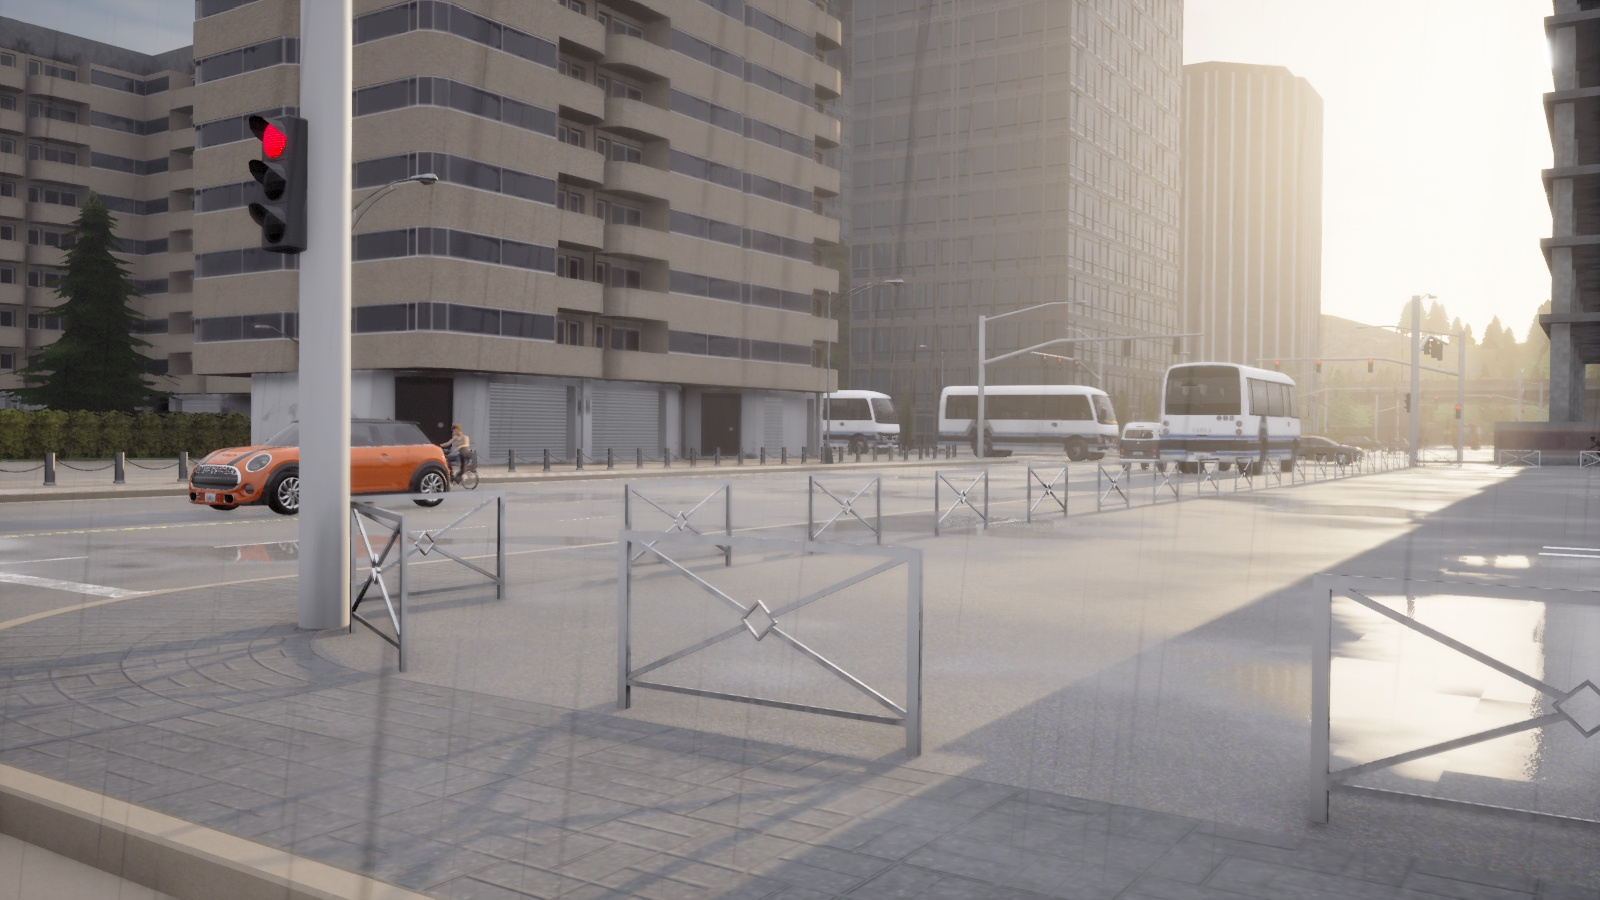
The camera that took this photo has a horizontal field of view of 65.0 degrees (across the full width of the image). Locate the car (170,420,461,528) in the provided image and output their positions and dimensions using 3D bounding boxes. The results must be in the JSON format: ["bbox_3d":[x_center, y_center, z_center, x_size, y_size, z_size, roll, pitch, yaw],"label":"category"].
[{"bbox_3d":[-8.683,0.356,22.910,2.097,1.767,4.553,0,1,33],"label":"car"}]

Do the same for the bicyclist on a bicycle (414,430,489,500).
[{"bbox_3d":[-8.301,0.334,29.954,0.866,1.612,1.509,0,1,33],"label":"bicyclist on a bicycle"}]

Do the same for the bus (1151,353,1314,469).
[{"bbox_3d":[17.821,-1.504,51.114,3.944,4.253,10.273,0,1,33],"label":"bus"}]

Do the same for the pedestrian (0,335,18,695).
[{"bbox_3d":[-4.593,0.355,6.557,0.423,1.949,0.788,0,1,10],"label":"pedestrian"}]

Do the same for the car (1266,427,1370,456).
[{"bbox_3d":[27.669,-0.462,67.121,4.892,1.490,1.837,0,1,32],"label":"car"}]

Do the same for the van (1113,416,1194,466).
[{"bbox_3d":[15.001,-0.407,53.198,2.069,2.038,4.480,0,1,33],"label":"van"}]

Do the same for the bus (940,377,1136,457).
[{"bbox_3d":[13.478,-1.786,71.568,10.273,4.253,3.944,0,0,33],"label":"bus"}]

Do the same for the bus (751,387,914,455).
[{"bbox_3d":[2.084,-1.855,83.170,10.273,4.253,3.944,0,1,33],"label":"bus"}]
